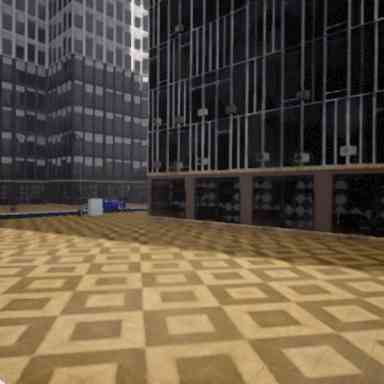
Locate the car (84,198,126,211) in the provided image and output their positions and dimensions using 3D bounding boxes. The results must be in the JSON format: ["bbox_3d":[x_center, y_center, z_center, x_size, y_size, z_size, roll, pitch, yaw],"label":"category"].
[{"bbox_3d":[-10.048,1.434,38.455,1.882,1.535,5.008,1,1,42],"label":"car"}]
